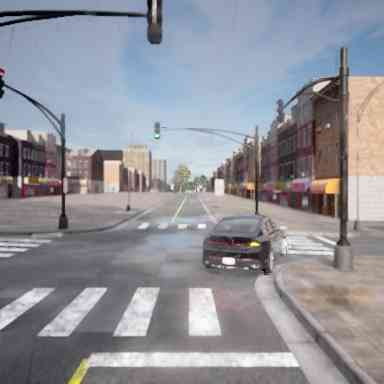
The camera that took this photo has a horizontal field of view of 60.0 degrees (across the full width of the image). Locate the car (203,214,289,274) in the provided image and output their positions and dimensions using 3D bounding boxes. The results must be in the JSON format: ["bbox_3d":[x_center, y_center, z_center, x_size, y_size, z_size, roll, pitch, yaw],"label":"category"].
[{"bbox_3d":[1.827,1.466,10.547,1.837,1.490,4.892,0,0,22],"label":"car"}]
